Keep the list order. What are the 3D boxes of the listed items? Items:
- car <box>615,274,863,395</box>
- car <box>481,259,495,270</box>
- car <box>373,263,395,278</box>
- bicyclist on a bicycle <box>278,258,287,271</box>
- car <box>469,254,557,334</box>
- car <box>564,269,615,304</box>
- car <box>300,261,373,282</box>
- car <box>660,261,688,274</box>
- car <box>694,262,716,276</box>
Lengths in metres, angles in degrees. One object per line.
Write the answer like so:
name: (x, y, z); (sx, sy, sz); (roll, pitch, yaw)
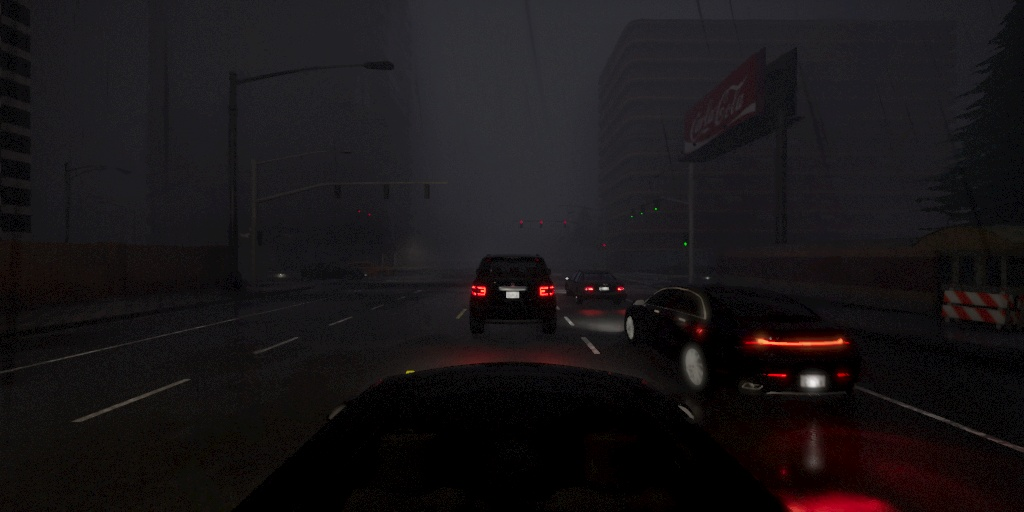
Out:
car: (3.599, 1.255, 6.703); (1.837, 1.490, 4.892); (0, 0, 0)
car: (-3.563, 1.276, 54.960); (1.812, 1.442, 4.674); (0, 0, 0)
car: (-13.245, 1.227, 32.481); (5.008, 1.535, 1.882); (0, 0, -9)
bicyclist on a bicycle: (-28.012, 1.051, 43.759); (0.582, 1.620, 1.656); (0, 0, 0)
car: (0.042, 0.971, 10.770); (2.150, 2.045, 5.566); (0, 0, 1)
car: (3.588, 1.297, 16.222); (2.033, 1.411, 5.357); (0, 0, 0)
car: (-14.044, 1.242, 28.353); (4.902, 1.511, 2.128); (0, 0, 0)
car: (18.628, 1.276, 39.236); (4.674, 1.442, 1.812); (0, 0, 0)
car: (21.311, 1.228, 35.751); (5.008, 1.535, 1.882); (0, 0, 0)
